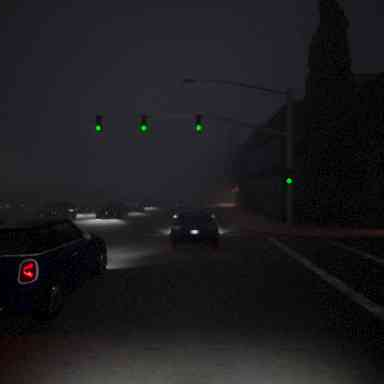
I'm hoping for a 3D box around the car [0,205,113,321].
[{"bbox_3d":[-3.405,1.335,7.390,2.097,1.767,4.553,0,0,0],"label":"car"}]

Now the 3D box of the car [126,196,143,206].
[{"bbox_3d":[-9.379,1.438,54.545,1.994,1.385,4.181,0,0,2],"label":"car"}]

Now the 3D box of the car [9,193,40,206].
[{"bbox_3d":[-24.428,1.045,48.564,3.866,1.878,1.905,0,0,0],"label":"car"}]

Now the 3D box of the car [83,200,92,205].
[{"bbox_3d":[-10.143,1.484,34.573,1.994,1.385,4.181,0,0,4],"label":"car"}]

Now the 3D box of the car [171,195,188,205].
[{"bbox_3d":[-2.262,1.437,55.001,1.994,1.385,4.181,0,0,2],"label":"car"}]

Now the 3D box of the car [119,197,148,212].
[{"bbox_3d":[-6.550,1.439,37.602,1.812,1.442,4.674,0,0,2],"label":"car"}]

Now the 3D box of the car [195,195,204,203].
[{"bbox_3d":[1.529,1.321,65.949,1.882,1.535,5.008,0,0,2],"label":"car"}]

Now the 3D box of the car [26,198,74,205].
[{"bbox_3d":[-10.430,1.446,25.666,1.837,1.490,4.892,0,0,1],"label":"car"}]

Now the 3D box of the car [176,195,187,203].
[{"bbox_3d":[-1.974,1.351,65.926,1.837,1.490,4.892,0,0,2],"label":"car"}]

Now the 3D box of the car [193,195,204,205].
[{"bbox_3d":[1.154,1.419,55.308,2.033,1.411,5.357,0,0,2],"label":"car"}]

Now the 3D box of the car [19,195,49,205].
[{"bbox_3d":[-24.389,1.277,51.459,3.806,1.475,1.970,0,0,0],"label":"car"}]

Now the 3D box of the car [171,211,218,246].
[{"bbox_3d":[0.111,1.529,15.000,1.994,1.385,4.181,0,0,0],"label":"car"}]

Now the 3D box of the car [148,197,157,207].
[{"bbox_3d":[-6.175,1.454,47.514,1.994,1.385,4.181,0,0,2],"label":"car"}]

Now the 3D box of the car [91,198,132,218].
[{"bbox_3d":[-6.837,1.497,28.844,1.994,1.385,4.181,0,0,2],"label":"car"}]
